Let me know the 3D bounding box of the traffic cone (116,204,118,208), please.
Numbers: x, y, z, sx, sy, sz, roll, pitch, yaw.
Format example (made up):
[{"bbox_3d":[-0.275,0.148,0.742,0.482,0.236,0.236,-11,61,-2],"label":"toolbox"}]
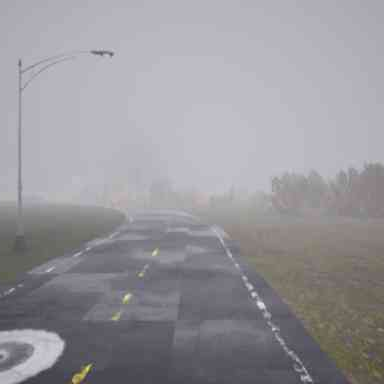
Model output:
[{"bbox_3d":[-10.149,1.940,45.169,0.340,0.580,0.340,0,0,-25],"label":"traffic cone"}]

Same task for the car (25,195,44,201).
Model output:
[{"bbox_3d":[-35.882,1.434,75.758,4.718,1.301,1.895,0,-1,30],"label":"car"}]
